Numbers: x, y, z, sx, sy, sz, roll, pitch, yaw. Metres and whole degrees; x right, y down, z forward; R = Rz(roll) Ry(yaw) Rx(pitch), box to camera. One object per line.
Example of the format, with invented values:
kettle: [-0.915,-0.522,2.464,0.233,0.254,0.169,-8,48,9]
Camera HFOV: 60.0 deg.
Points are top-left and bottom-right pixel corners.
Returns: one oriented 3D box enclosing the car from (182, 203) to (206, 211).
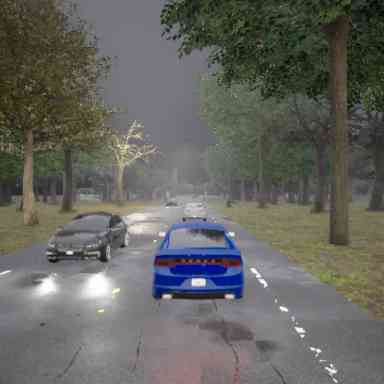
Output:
car: [0.186,1.589,27.088,1.812,1.442,4.674,0,0,0]

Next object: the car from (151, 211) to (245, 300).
car: [0.129,1.488,8.520,1.882,1.535,5.008,0,0,0]

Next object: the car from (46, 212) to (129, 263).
car: [-3.559,1.522,12.129,1.837,1.490,4.892,0,0,0]

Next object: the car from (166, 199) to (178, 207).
car: [-3.325,1.824,55.548,2.033,1.411,5.357,0,0,0]
